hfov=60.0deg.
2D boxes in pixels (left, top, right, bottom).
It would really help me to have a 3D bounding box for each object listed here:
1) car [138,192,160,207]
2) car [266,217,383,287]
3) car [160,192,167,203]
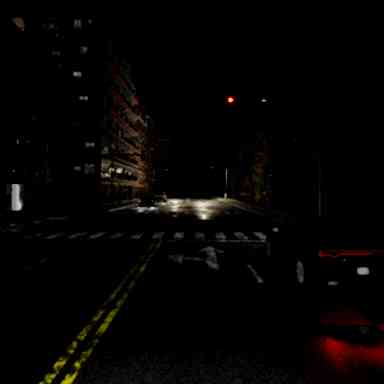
[{"bbox_3d":[-6.193,1.172,46.534,2.097,1.767,4.553,0,0,1],"label":"car"},{"bbox_3d":[3.432,1.439,9.219,1.882,1.535,5.008,0,0,-1],"label":"car"},{"bbox_3d":[-5.998,0.986,63.001,2.150,2.045,5.566,0,0,1],"label":"car"}]
